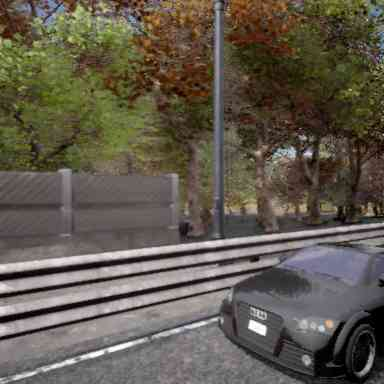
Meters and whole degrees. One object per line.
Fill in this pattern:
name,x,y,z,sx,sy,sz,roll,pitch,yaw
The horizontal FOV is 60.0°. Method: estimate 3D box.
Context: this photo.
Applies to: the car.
car,2.466,1.565,5.443,4.181,1.385,1.994,0,0,-35
